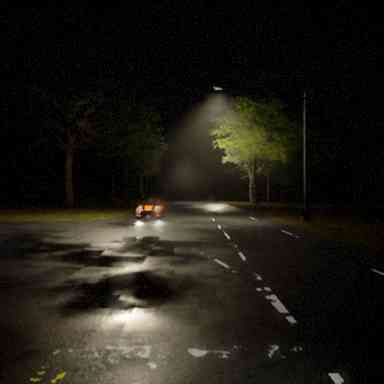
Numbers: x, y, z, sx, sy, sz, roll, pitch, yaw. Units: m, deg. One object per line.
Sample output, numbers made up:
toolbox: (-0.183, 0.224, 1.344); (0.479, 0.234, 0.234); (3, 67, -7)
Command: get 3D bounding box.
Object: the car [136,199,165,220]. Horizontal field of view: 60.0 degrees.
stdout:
car: (-3.492, 1.391, 28.517); (2.097, 1.767, 4.553); (0, 0, 0)
